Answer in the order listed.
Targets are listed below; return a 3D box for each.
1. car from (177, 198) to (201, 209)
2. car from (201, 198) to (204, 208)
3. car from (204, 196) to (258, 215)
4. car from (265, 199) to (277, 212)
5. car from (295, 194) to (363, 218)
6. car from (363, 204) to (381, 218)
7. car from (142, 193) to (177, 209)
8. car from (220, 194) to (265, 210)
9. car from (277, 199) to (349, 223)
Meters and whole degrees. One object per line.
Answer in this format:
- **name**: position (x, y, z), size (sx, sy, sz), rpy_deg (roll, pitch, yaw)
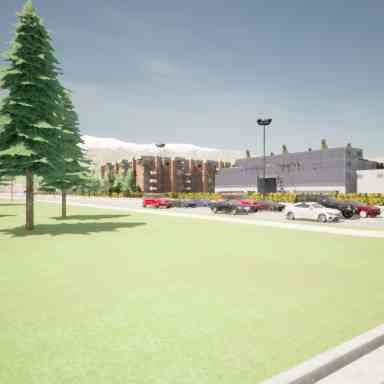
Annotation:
- **car**: position (-1.483, 1.546, 46.706), size (2.033, 1.411, 5.357), rpy_deg (0, 0, -36)
- **car**: position (1.424, 1.547, 48.658), size (2.033, 1.411, 5.357), rpy_deg (0, 0, -36)
- **car**: position (3.819, 1.491, 33.484), size (2.128, 1.511, 4.902), rpy_deg (0, 0, -36)
- **car**: position (8.518, 1.547, 38.914), size (2.033, 1.411, 5.357), rpy_deg (0, 0, -36)
- **car**: position (11.415, 1.221, 29.029), size (2.150, 2.045, 5.566), rpy_deg (0, 0, -36)
- **car**: position (14.605, 1.478, 30.598), size (1.882, 1.535, 5.008), rpy_deg (0, 0, -36)
- **car**: position (-4.858, 1.221, 45.403), size (2.150, 2.045, 5.566), rpy_deg (0, 0, -36)
- **car**: position (5.168, 1.221, 37.570), size (2.150, 2.045, 5.566), rpy_deg (0, 0, -36)
- **car**: position (9.319, 1.526, 26.006), size (1.812, 1.442, 4.674), rpy_deg (0, 0, -35)
